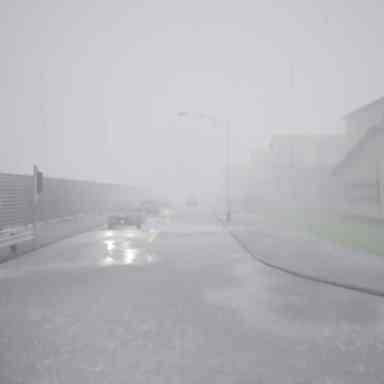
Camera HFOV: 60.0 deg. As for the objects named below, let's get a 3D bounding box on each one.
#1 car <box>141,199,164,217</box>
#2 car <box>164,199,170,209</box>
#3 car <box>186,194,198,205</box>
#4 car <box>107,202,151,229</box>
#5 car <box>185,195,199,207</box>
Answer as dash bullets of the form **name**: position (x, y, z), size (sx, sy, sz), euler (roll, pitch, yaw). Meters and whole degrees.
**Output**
- **car**: position (-4.075, 1.481, 31.614), size (1.837, 1.490, 4.892), euler (0, 0, 0)
- **car**: position (-4.043, 1.567, 45.593), size (1.895, 1.301, 4.718), euler (0, 0, 1)
- **car**: position (0.016, 1.307, 59.457), size (2.097, 1.767, 4.553), euler (0, 0, 0)
- **car**: position (-4.083, 1.548, 21.522), size (1.994, 1.385, 4.181), euler (0, 0, 0)
- **car**: position (0.013, 1.527, 49.450), size (1.994, 1.385, 4.181), euler (0, 0, 0)
